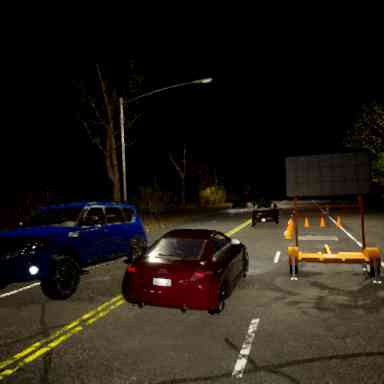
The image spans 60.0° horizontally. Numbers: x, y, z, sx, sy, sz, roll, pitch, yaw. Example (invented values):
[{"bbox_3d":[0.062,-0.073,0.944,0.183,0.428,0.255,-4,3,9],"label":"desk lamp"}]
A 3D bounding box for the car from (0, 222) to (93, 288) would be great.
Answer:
[{"bbox_3d":[-5.726,2.010,11.645,1.837,1.490,4.892,-3,-1,18],"label":"car"}]

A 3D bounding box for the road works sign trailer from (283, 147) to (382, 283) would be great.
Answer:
[{"bbox_3d":[4.065,0.539,9.998,2.380,3.560,2.880,-3,-1,18],"label":"road works sign trailer"}]

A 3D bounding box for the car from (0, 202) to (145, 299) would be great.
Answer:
[{"bbox_3d":[-3.173,1.320,9.080,2.150,2.045,5.566,-6,-6,17],"label":"car"}]

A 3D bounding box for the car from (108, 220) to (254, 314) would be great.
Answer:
[{"bbox_3d":[0.094,1.562,7.785,1.994,1.385,4.181,0,0,18],"label":"car"}]

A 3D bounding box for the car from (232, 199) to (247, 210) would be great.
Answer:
[{"bbox_3d":[7.425,1.908,51.732,1.837,1.490,4.892,-3,-1,18],"label":"car"}]

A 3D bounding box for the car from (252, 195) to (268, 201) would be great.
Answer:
[{"bbox_3d":[10.552,1.481,50.886,2.150,2.045,5.566,-3,-1,18],"label":"car"}]

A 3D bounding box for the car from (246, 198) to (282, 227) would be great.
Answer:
[{"bbox_3d":[5.601,1.542,24.834,1.837,1.490,4.892,-6,0,18],"label":"car"}]
